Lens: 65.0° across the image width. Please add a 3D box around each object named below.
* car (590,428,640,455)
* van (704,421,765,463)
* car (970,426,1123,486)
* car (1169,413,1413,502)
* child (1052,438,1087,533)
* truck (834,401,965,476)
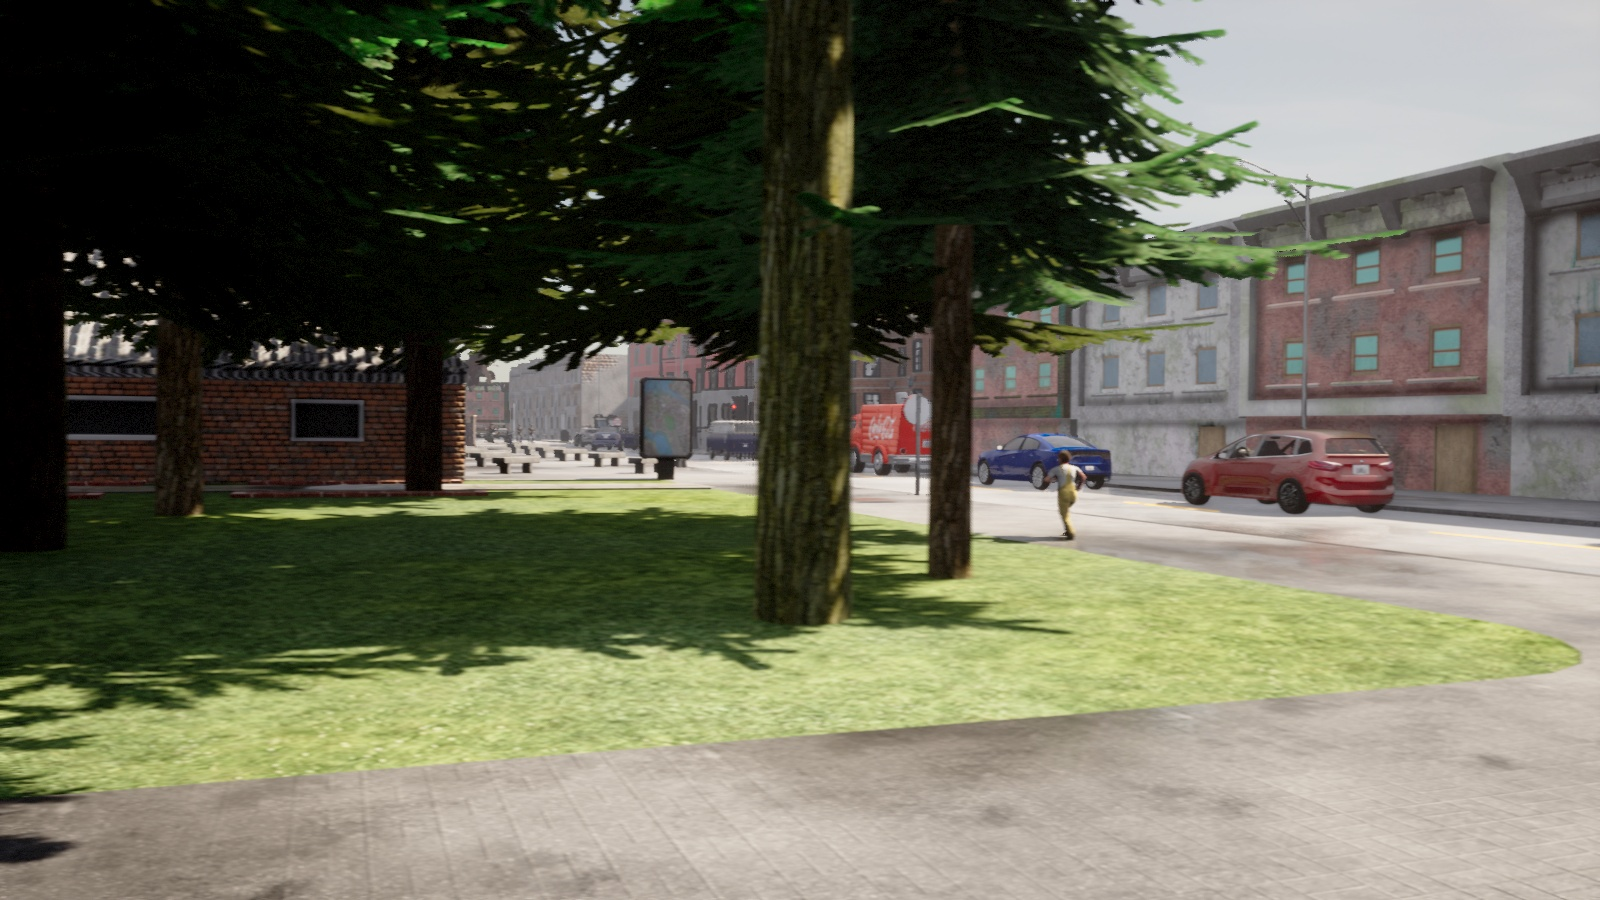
[{"bbox_3d":[-12.449,-0.586,84.880,2.097,1.767,4.553,-1,1,9],"label":"car"},{"bbox_3d":[-3.332,-0.429,62.620,1.775,1.987,4.442,-1,1,-20],"label":"van"},{"bbox_3d":[6.775,0.131,35.191,1.882,1.535,5.008,-1,1,-20],"label":"car"},{"bbox_3d":[10.077,0.108,26.207,2.242,1.667,4.611,-1,1,-20],"label":"car"},{"bbox_3d":[3.644,0.473,16.990,0.270,1.263,0.437,-1,1,-17],"label":"child"},{"bbox_3d":[3.418,-0.444,44.306,2.627,2.467,5.204,-1,1,-20],"label":"truck"}]
